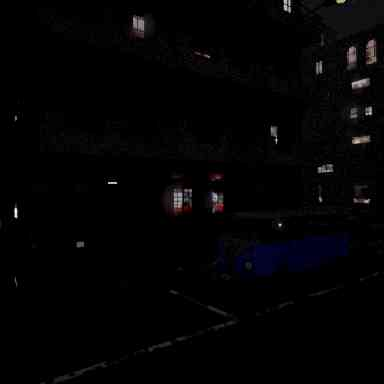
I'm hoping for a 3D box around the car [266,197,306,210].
[{"bbox_3d":[11.553,1.352,40.963,1.887,1.381,4.507,-1,1,-37],"label":"car"}]

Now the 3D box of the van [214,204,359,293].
[{"bbox_3d":[2.399,1.338,8.555,3.998,1.788,1.690,0,-1,-37],"label":"van"}]

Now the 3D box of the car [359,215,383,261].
[{"bbox_3d":[6.829,1.546,11.948,4.403,1.369,2.008,0,-1,-37],"label":"car"}]

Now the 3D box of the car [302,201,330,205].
[{"bbox_3d":[11.922,1.539,30.606,1.895,1.301,4.718,-1,1,-39],"label":"car"}]
